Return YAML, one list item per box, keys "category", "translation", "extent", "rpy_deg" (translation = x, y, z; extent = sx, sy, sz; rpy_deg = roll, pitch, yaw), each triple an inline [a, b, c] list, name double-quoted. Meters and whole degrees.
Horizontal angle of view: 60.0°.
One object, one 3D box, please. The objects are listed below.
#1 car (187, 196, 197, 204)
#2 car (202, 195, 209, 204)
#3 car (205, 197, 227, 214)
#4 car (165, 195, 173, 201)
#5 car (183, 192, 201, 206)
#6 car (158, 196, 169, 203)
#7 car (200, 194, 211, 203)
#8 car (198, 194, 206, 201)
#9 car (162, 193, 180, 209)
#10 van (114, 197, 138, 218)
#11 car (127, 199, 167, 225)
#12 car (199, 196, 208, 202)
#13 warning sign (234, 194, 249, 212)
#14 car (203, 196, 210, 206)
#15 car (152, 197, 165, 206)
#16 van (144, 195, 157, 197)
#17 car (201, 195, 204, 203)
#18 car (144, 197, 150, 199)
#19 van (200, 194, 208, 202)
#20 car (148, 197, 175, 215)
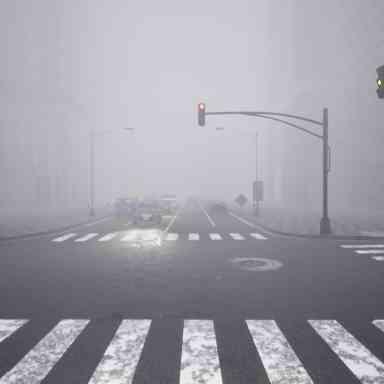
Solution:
- category: "car"
  translation: [-0.043, 1.555, 65.144]
  extent: [1.812, 1.442, 4.674]
  rpy_deg: [0, 0, 0]
- category: "car"
  translation: [2.744, 1.560, 46.482]
  extent: [1.887, 1.381, 4.507]
  rpy_deg: [0, 0, 0]
- category: "car"
  translation: [2.754, 1.553, 35.432]
  extent: [1.887, 1.381, 4.507]
  rpy_deg: [0, 0, 0]
- category: "car"
  translation: [-5.826, 1.570, 84.999]
  extent: [1.752, 1.417, 4.829]
  rpy_deg: [0, 0, 0]
- category: "car"
  translation: [0.023, 1.374, 55.466]
  extent: [2.097, 1.767, 4.553]
  rpy_deg: [0, 0, 0]
- category: "car"
  translation: [-5.818, 1.583, 68.594]
  extent: [2.008, 1.369, 4.403]
  rpy_deg: [0, 0, 0]
- category: "car"
  translation: [2.723, 1.347, 68.584]
  extent: [2.192, 1.841, 5.009]
  rpy_deg: [0, 0, 0]
- category: "car"
  translation: [2.704, 1.489, 90.687]
  extent: [1.967, 1.590, 4.097]
  rpy_deg: [0, 0, 0]
- category: "car"
  translation: [-3.120, 1.236, 45.458]
  extent: [2.150, 2.045, 5.566]
  rpy_deg: [0, 0, 0]
- category: "van"
  translation: [-5.799, 1.346, 29.919]
  extent: [1.690, 1.788, 3.998]
  rpy_deg: [0, 0, 0]
- category: "car"
  translation: [-3.163, 1.495, 24.452]
  extent: [2.128, 1.511, 4.902]
  rpy_deg: [0, 0, -3]
- category: "car"
  translation: [2.715, 1.591, 79.635]
  extent: [2.008, 1.369, 4.403]
  rpy_deg: [0, 0, 0]
- category: "warning sign"
  translation: [5.049, 1.123, 34.048]
  extent: [1.300, 1.860, 1.060]
  rpy_deg: [0, 0, 0]
- category: "car"
  translation: [2.749, 1.556, 40.957]
  extent: [1.887, 1.381, 4.507]
  rpy_deg: [0, 0, 0]
- category: "car"
  translation: [-5.812, 1.606, 57.544]
  extent: [1.802, 1.307, 4.206]
  rpy_deg: [0, 0, 0]
- category: "van"
  translation: [-5.808, 1.357, 46.494]
  extent: [1.690, 1.788, 3.998]
  rpy_deg: [0, 0, 0]
- category: "car"
  translation: [2.739, 1.545, 52.178]
  extent: [1.752, 1.417, 4.829]
  rpy_deg: [0, 0, 0]
- category: "car"
  translation: [-5.801, 1.553, 35.444]
  extent: [1.887, 1.381, 4.507]
  rpy_deg: [0, 0, 0]
- category: "van"
  translation: [2.719, 1.377, 74.110]
  extent: [1.690, 1.788, 3.998]
  rpy_deg: [0, 0, 0]
- category: "car"
  translation: [-3.114, 1.533, 34.473]
  extent: [1.812, 1.442, 4.674]
  rpy_deg: [0, 0, 0]
